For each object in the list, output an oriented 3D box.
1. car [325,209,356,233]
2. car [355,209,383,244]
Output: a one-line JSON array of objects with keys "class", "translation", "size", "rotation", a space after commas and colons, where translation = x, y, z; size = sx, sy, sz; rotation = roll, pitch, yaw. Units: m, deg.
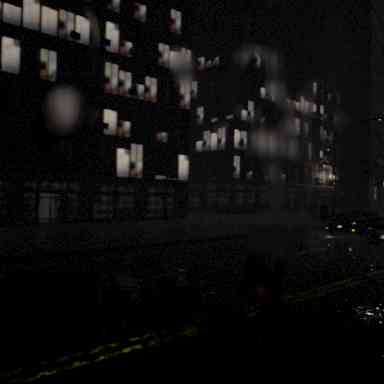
[{"class": "car", "translation": [9.419, 1.669, 19.006], "size": [4.181, 1.385, 1.994], "rotation": [0, 0, -39]}, {"class": "car", "translation": [9.742, 1.592, 15.090], "size": [4.902, 1.511, 2.128], "rotation": [0, 0, -39]}]
